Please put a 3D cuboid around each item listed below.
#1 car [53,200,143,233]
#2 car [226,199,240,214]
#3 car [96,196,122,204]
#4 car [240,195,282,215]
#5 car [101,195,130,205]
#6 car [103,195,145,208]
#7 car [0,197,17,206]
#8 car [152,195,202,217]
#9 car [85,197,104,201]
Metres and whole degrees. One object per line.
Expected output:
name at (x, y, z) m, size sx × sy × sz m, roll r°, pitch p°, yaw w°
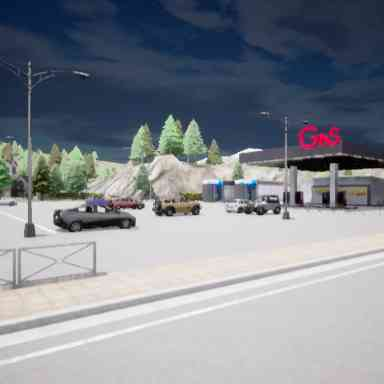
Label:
car at (-5.454, 1.453, 18.923) m, size 4.514 × 1.523 × 2.007 m, roll 0°, pitch 0°, yaw -36°
car at (5.502, 1.517, 35.372) m, size 3.806 × 1.475 × 1.970 m, roll 0°, pitch 0°, yaw -36°
car at (-16.380, 1.492, 65.696) m, size 4.514 × 1.523 × 2.007 m, roll 0°, pitch 0°, yaw -36°
car at (6.944, 1.234, 32.314) m, size 3.866 × 1.878 × 1.905 m, roll 0°, pitch 0°, yaw -36°
car at (-14.509, 1.484, 63.177) m, size 5.027 × 1.636 × 2.152 m, roll 0°, pitch 0°, yaw -36°
car at (-8.048, 1.452, 40.935) m, size 4.514 × 1.523 × 2.007 m, roll 0°, pitch 0°, yaw -36°
car at (-29.761, 1.535, 52.416) m, size 3.806 × 1.475 × 1.970 m, roll 0°, pitch 0°, yaw -36°
car at (-1.365, 1.253, 30.399) m, size 4.605 × 1.855 × 1.932 m, roll 0°, pitch 0°, yaw -36°
car at (-13.839, 1.473, 49.079) m, size 3.633 × 1.501 × 1.845 m, roll 0°, pitch 0°, yaw -36°
